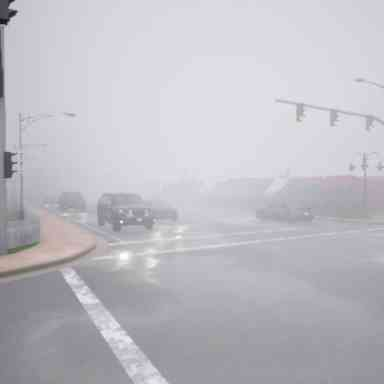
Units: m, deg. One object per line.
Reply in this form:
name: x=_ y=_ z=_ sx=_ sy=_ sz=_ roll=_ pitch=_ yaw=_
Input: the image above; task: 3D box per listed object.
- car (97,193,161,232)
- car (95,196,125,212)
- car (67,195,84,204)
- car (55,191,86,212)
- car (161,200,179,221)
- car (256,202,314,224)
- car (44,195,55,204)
car: x=-4.084 y=1.086 z=19.822 sx=2.150 sy=2.045 sz=5.566 roll=-1 pitch=1 yaw=-29
car: x=-8.743 y=1.229 z=35.323 sx=1.837 sy=1.490 sz=4.892 roll=-1 pitch=1 yaw=-29
car: x=-18.770 y=1.187 z=53.433 sx=1.895 sy=1.301 sz=4.718 roll=-1 pitch=1 yaw=-29
car: x=-12.846 y=0.965 z=35.481 sx=2.150 sy=2.045 sz=5.566 roll=-1 pitch=1 yaw=-29
car: x=-2.721 y=1.286 z=24.562 sx=1.882 sy=1.535 sz=5.008 roll=-1 pitch=1 yaw=-29
car: x=6.312 y=1.344 z=22.963 sx=1.994 sy=1.385 sz=4.181 roll=-1 pitch=1 yaw=-29
car: x=-21.894 y=1.187 z=51.851 sx=1.812 sy=1.442 sz=4.674 roll=-1 pitch=1 yaw=-29
